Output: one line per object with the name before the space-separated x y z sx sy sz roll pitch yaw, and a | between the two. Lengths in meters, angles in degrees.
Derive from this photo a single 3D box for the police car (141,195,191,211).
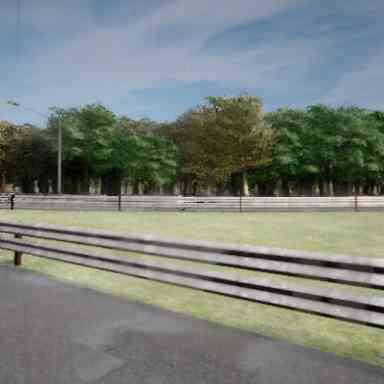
police car | -2.441 1.042 32.548 4.974 1.542 2.038 0 -1 5
